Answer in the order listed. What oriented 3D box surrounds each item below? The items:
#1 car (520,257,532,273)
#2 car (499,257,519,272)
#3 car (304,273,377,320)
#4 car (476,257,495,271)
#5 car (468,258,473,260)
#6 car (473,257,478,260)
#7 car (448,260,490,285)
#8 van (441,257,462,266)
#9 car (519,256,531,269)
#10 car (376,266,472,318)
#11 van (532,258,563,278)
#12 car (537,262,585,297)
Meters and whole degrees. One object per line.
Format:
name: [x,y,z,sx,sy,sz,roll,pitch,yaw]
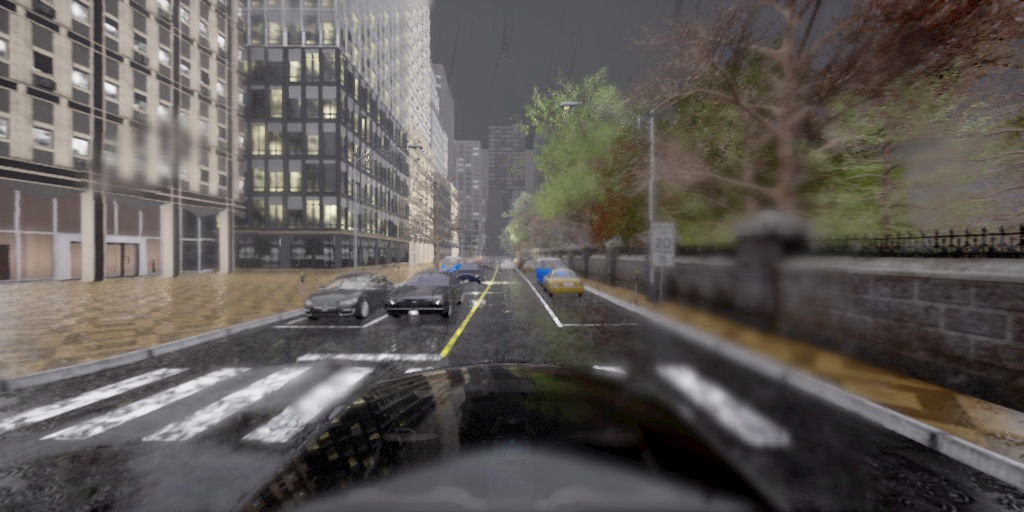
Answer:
car: [2.213,1.155,40.508,1.751,1.417,4.829,0,0,-1]
car: [-0.396,1.150,42.698,1.812,1.442,4.674,0,0,-1]
car: [-5.335,1.276,12.389,2.007,1.370,4.403,0,0,0]
car: [-3.229,1.182,45.865,1.994,1.385,4.181,0,0,-1]
car: [-5.807,1.185,40.116,1.888,1.381,4.507,0,0,-1]
car: [-6.049,1.147,51.210,1.888,1.381,4.507,0,0,-1]
car: [-2.983,1.229,25.942,2.033,1.411,5.357,0,0,-1]
van: [-5.709,0.999,34.571,1.690,1.789,3.998,0,0,-1]
car: [1.973,0.906,51.433,2.192,1.841,5.009,0,0,-1]
car: [-2.879,1.268,13.145,2.033,1.411,5.357,0,0,0]
van: [2.461,1.023,23.707,1.690,1.789,3.998,0,0,-1]
car: [2.510,1.225,18.332,1.751,1.417,4.829,0,0,0]
